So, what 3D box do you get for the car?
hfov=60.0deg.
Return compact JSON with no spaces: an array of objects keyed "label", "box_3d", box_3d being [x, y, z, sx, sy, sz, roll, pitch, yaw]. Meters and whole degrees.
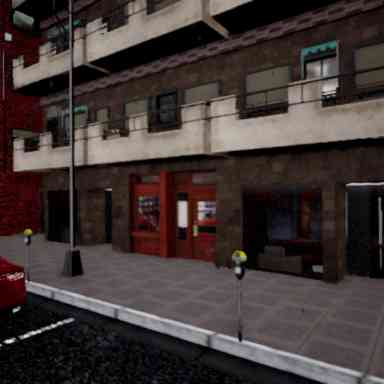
[{"label":"car","box_3d":[-5.003,1.610,6.442,4.507,1.381,1.887,-1,0,35]}]
